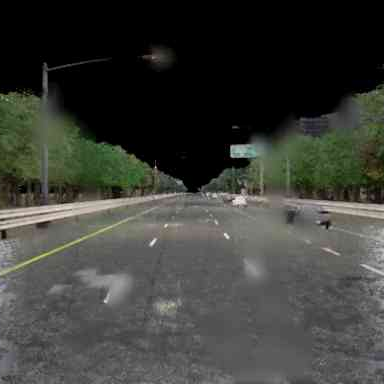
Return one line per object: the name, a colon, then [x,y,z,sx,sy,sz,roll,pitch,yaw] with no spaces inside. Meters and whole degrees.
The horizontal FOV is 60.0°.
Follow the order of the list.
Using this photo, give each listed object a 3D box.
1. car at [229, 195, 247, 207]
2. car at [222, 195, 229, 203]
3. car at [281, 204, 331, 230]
car: [7.149,1.514,50.436,1.812,1.442,4.674,0,0,0]
car: [7.249,1.311,67.329,2.097,1.767,4.553,0,0,0]
car: [7.028,1.491,20.886,2.128,1.511,4.902,0,0,0]
